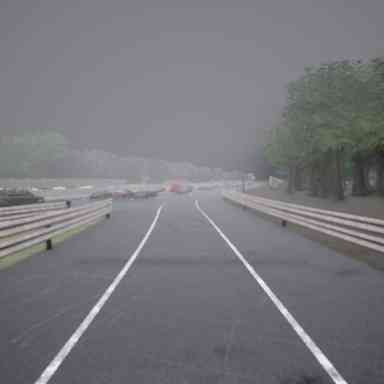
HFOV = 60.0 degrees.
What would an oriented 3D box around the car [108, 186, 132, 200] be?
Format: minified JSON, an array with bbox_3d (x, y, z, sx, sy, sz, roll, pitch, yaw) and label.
[{"bbox_3d":[-9.743,0.332,47.869,1.812,1.442,4.674,0,2,16],"label":"car"}]

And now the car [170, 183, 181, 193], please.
[{"bbox_3d":[-2.984,-0.826,70.986,2.150,2.045,5.566,0,2,16],"label":"car"}]

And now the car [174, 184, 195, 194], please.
[{"bbox_3d":[-1.320,-0.260,64.209,1.994,1.385,4.181,0,2,16],"label":"car"}]

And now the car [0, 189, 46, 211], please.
[{"bbox_3d":[-15.279,0.736,28.920,2.150,2.045,5.566,0,2,16],"label":"car"}]

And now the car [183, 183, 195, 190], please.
[{"bbox_3d":[-0.745,-1.417,91.124,2.097,1.767,4.553,0,2,16],"label":"car"}]

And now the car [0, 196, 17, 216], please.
[{"bbox_3d":[-13.947,1.296,21.007,1.837,1.490,4.892,0,2,16],"label":"car"}]

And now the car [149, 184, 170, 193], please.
[{"bbox_3d":[-6.917,-0.434,70.011,1.994,1.385,4.181,0,2,16],"label":"car"}]

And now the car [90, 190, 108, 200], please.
[{"bbox_3d":[-13.103,0.358,48.849,1.994,1.385,4.181,0,2,16],"label":"car"}]

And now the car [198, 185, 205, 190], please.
[{"bbox_3d":[3.189,-1.293,92.109,2.033,1.411,5.357,0,2,16],"label":"car"}]

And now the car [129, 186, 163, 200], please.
[{"bbox_3d":[-6.380,0.309,46.892,2.128,1.511,4.902,0,2,16],"label":"car"}]

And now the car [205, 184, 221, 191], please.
[{"bbox_3d":[5.420,-1.125,87.266,1.994,1.385,4.181,0,2,16],"label":"car"}]
